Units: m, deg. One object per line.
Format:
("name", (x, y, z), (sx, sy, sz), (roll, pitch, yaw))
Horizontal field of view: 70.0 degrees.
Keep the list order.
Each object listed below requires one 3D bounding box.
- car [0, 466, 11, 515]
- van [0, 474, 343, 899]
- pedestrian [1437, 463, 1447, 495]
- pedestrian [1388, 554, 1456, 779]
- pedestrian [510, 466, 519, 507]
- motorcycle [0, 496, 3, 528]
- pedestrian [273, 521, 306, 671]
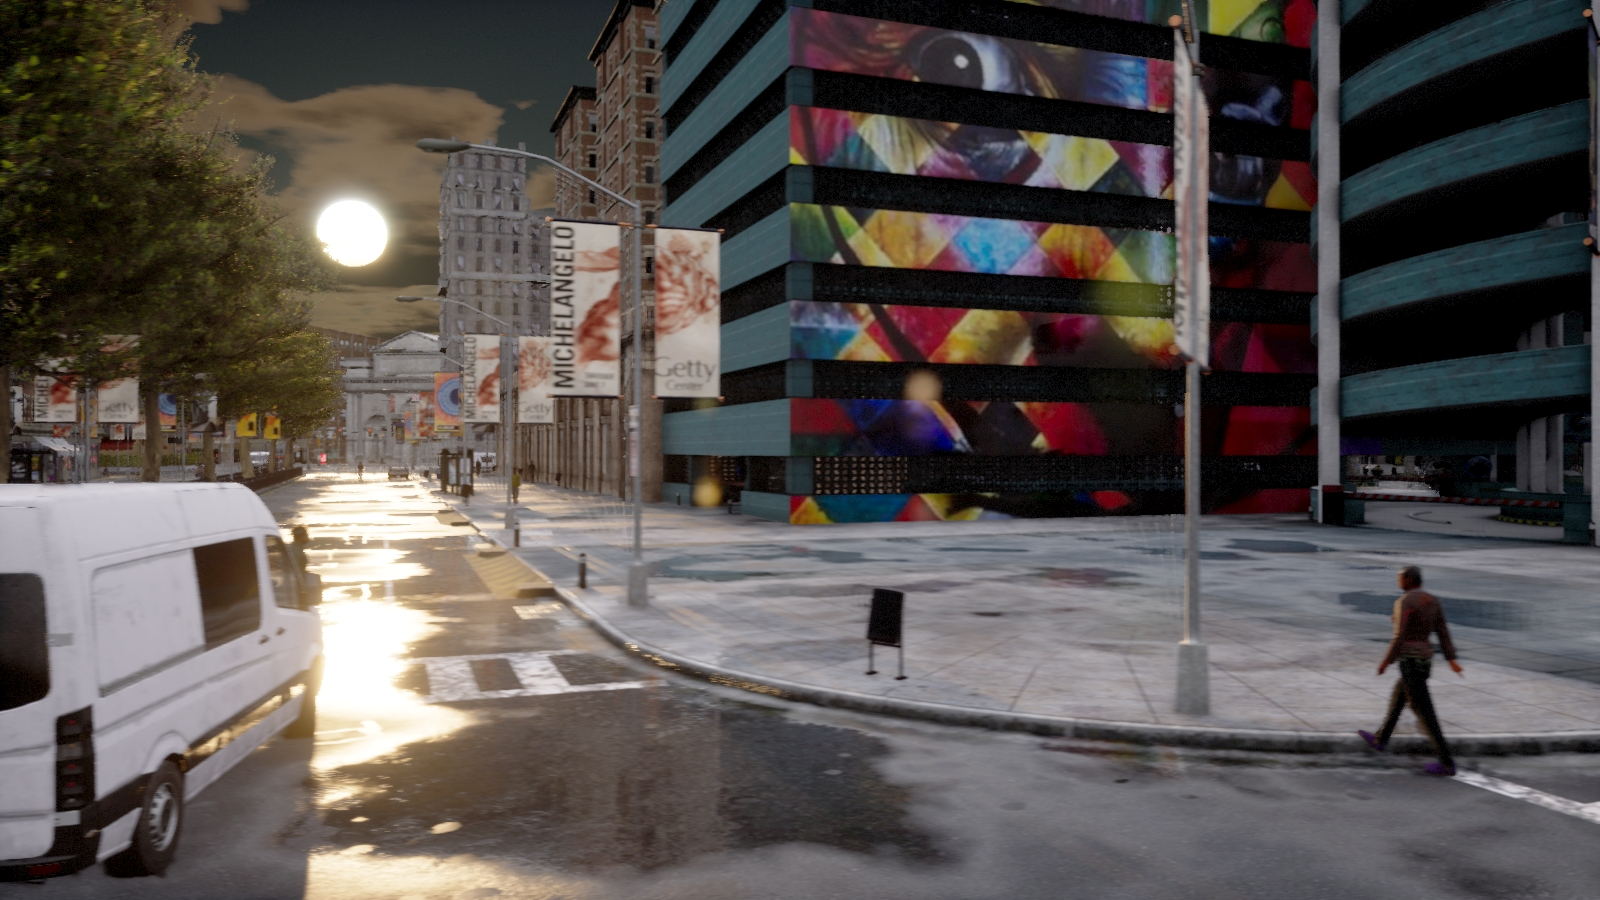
("car", (-35.161, 1.752, 47.496), (2.390, 2.098, 6.274), (0, 0, -20))
("van", (-5.466, 1.534, 9.214), (1.988, 2.561, 5.915), (0, 0, -8))
("pedestrian", (38.151, 1.707, 67.864), (0.375, 1.860, 0.375), (0, 0, -18))
("pedestrian", (5.388, 1.851, 9.897), (0.375, 1.860, 0.375), (0, 0, -29))
("pedestrian", (-13.309, 1.698, 53.343), (0.375, 1.860, 0.375), (0, 0, -19))
("motorcycle", (-28.653, 2.212, 39.961), (0.803, 1.145, 2.033), (0, 0, -20))
("pedestrian", (-6.526, 1.849, 14.612), (0.375, 1.860, 0.375), (0, 0, -23))
